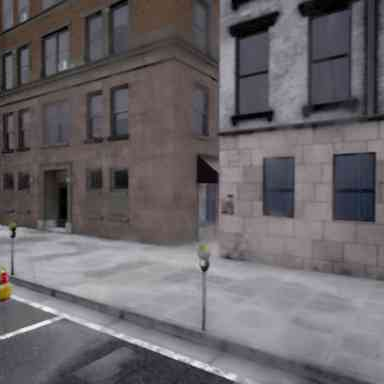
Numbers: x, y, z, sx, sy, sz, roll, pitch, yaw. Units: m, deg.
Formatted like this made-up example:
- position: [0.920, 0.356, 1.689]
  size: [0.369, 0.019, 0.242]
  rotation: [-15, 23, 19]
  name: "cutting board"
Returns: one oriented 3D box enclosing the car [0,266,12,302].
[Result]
- position: [-5.441, 1.438, 6.572]
  size: [4.829, 1.417, 1.752]
  rotation: [1, 1, 35]
  name: "car"
